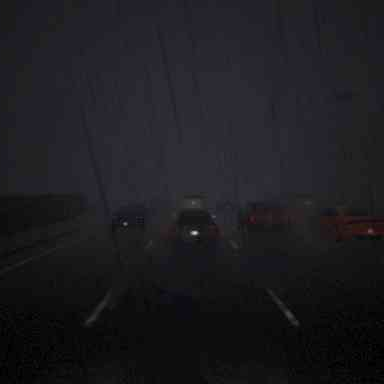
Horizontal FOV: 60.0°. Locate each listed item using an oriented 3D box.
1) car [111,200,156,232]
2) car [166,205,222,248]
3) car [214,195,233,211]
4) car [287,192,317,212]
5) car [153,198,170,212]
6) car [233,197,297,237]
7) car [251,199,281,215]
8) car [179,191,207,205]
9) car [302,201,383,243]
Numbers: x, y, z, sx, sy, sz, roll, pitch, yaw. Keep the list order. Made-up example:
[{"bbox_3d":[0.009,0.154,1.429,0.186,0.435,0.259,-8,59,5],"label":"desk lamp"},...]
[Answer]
[{"bbox_3d":[-3.416,1.427,19.312,1.812,1.442,4.674,0,0,0],"label":"car"},{"bbox_3d":[0.094,1.490,14.374,1.994,1.385,4.181,0,0,0],"label":"car"},{"bbox_3d":[3.583,1.348,34.986,1.812,1.442,4.674,0,0,0],"label":"car"},{"bbox_3d":[10.597,1.053,33.068,2.150,2.045,5.566,0,0,0],"label":"car"},{"bbox_3d":[-3.417,1.348,34.959,1.812,1.442,4.674,0,0,0],"label":"car"},{"bbox_3d":[3.596,1.263,17.400,2.097,1.767,4.553,0,0,0],"label":"car"},{"bbox_3d":[7.097,1.436,32.370,1.895,1.301,4.718,0,0,0],"label":"car"},{"bbox_3d":[0.097,1.053,33.050,2.150,2.045,5.566,0,0,0],"label":"car"},{"bbox_3d":[7.096,1.398,15.709,1.882,1.535,5.008,0,0,0],"label":"car"}]
